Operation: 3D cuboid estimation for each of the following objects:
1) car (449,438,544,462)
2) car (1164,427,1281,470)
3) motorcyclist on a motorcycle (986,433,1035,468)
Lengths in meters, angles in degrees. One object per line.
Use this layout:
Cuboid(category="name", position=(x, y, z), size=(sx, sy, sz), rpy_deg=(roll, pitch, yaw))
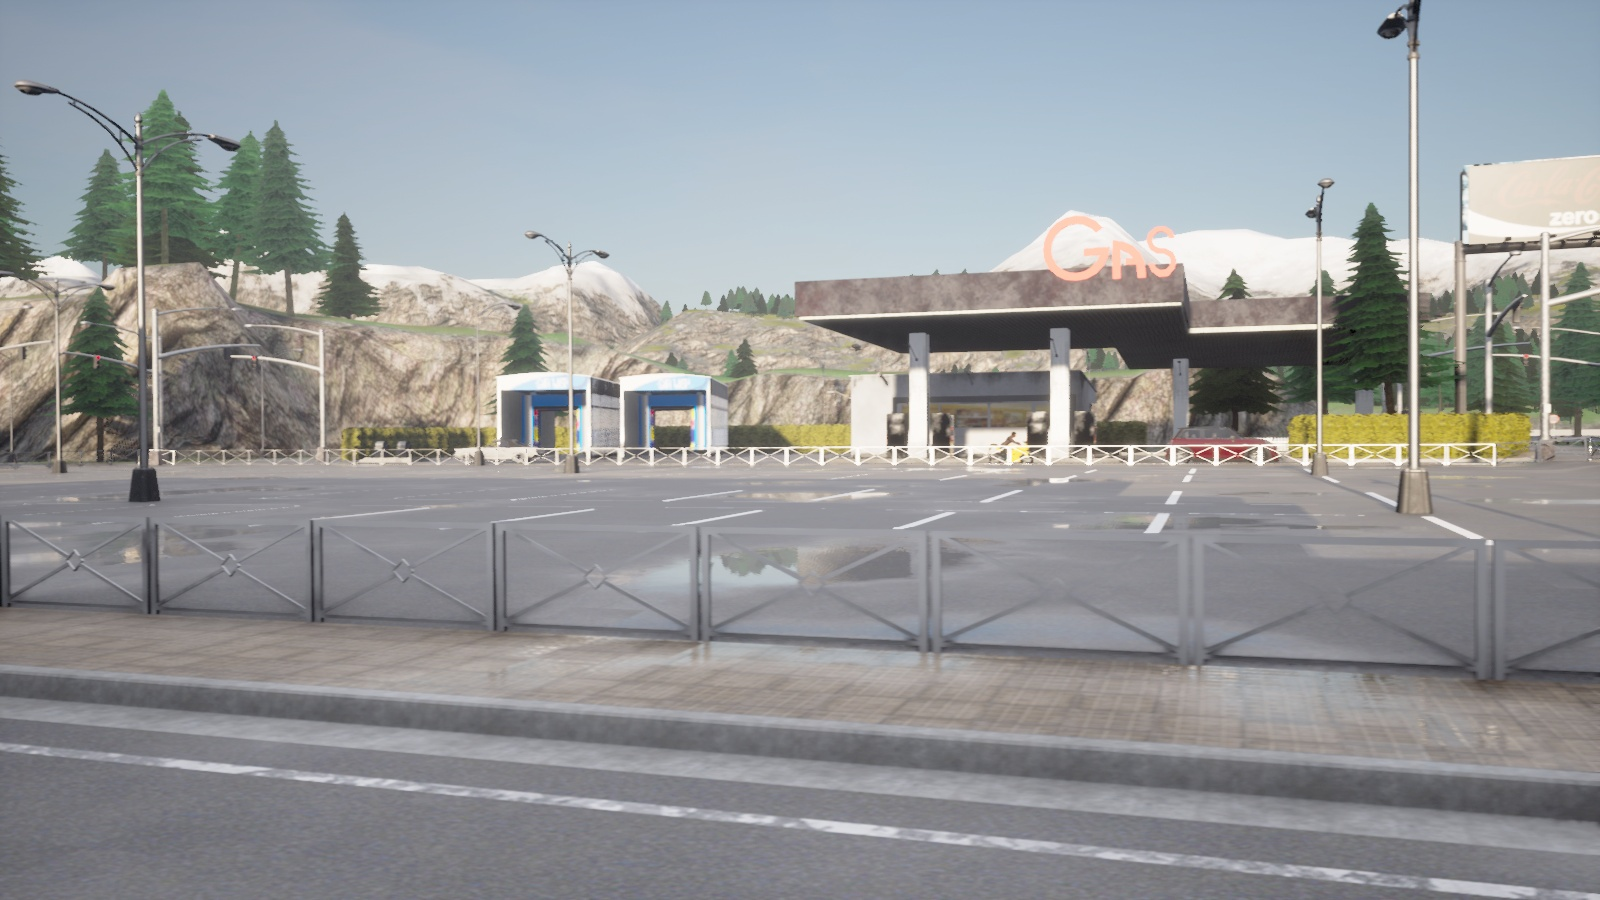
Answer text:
Cuboid(category="car", position=(-16.738, -0.030, 69.303), size=(4.718, 1.301, 1.895), rpy_deg=(0, 1, 4))
Cuboid(category="car", position=(17.733, -0.075, 52.800), size=(4.553, 1.767, 2.097), rpy_deg=(0, 1, 19))
Cuboid(category="motorcyclist on a motorcycle", position=(9.330, 0.017, 55.682), size=(2.044, 1.523, 0.797), rpy_deg=(0, 1, 19))
